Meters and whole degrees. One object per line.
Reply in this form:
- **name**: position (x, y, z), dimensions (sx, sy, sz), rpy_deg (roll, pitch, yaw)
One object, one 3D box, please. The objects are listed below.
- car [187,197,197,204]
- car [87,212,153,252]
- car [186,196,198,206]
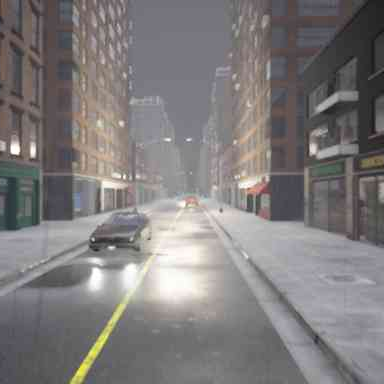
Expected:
- **car**: position (-0.002, 1.701, 66.478), dimensions (1.994, 1.385, 4.181), rpy_deg (0, 0, 0)
- **car**: position (-2.796, 1.574, 14.287), dimensions (2.033, 1.411, 5.357), rpy_deg (0, 0, 1)
- **car**: position (-0.002, 1.460, 56.412), dimensions (2.097, 1.767, 4.553), rpy_deg (0, 0, 0)
